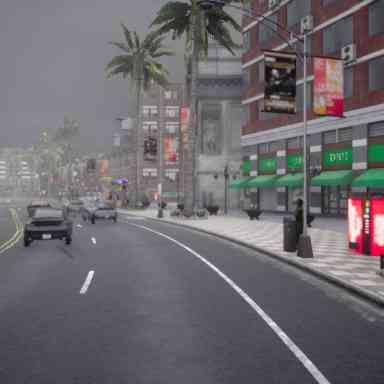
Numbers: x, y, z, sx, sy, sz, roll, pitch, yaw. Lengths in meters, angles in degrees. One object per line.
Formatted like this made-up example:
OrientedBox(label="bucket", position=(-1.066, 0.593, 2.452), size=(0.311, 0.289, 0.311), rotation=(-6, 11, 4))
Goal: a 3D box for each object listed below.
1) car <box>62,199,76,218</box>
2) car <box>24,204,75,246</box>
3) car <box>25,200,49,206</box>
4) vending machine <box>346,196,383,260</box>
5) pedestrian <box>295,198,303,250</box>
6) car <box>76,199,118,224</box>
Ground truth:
OrientedBox(label="car", position=(-12.145, 1.491, 34.049), size=(2.128, 1.511, 4.902), rotation=(0, 0, -28))
OrientedBox(label="car", position=(-6.566, 1.505, 15.486), size=(1.837, 1.490, 4.892), rotation=(1, 0, -19))
OrientedBox(label="car", position=(-14.013, 1.478, 30.340), size=(1.882, 1.535, 5.008), rotation=(0, 0, -29))
OrientedBox(label="vending machine", position=(6.073, 1.195, 11.452), size=(1.100, 2.100, 0.880), rotation=(0, 0, -12))
OrientedBox(label="pedestrian", position=(3.814, 1.141, 11.791), size=(0.375, 1.860, 0.375), rotation=(0, 0, -13))
OrientedBox(label="car", position=(-7.003, 1.492, 24.966), size=(2.128, 1.511, 4.902), rotation=(0, 0, -29))
